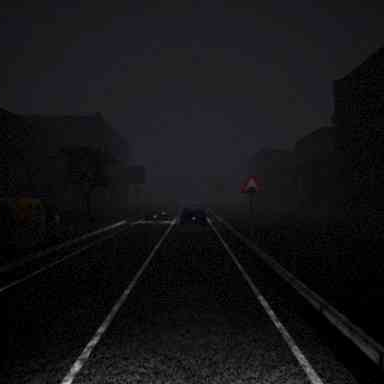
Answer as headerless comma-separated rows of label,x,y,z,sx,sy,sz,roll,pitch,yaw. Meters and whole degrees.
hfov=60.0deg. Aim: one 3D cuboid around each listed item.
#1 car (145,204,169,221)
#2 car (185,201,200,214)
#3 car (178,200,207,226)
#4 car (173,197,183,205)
car,-3.106,1.797,30.270,1.812,1.442,4.674,0,0,0
car,0.082,1.888,42.087,1.812,1.442,4.674,0,0,0
car,0.083,1.676,25.765,1.882,1.535,5.008,0,1,-1
car,-3.020,1.854,71.623,2.097,1.767,4.553,0,0,0
